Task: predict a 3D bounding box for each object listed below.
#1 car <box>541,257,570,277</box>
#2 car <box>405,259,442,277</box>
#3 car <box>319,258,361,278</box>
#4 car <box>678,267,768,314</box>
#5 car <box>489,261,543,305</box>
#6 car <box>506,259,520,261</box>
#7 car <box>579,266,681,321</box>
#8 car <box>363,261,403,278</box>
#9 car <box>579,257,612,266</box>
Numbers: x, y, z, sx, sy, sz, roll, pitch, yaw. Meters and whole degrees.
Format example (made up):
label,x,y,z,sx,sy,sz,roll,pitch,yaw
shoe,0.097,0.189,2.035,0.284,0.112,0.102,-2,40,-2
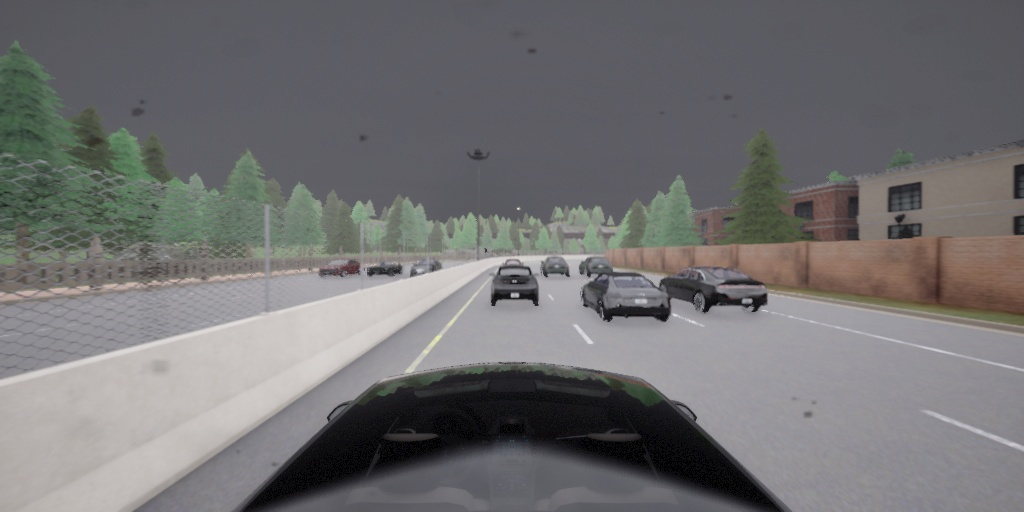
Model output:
label,x,y,z,sx,sy,sz,roll,pitch,yaw
car,3.612,0.827,30.857,2.097,1.767,4.553,0,1,0
car,-7.085,0.973,30.147,2.128,1.511,4.902,0,1,0
car,-14.084,0.961,29.864,1.882,1.535,5.008,0,1,0
car,7.105,1.133,13.256,2.128,1.511,4.902,0,1,0
car,0.105,1.128,15.121,1.837,1.490,4.892,0,1,0
car,0.099,0.988,32.165,1.812,1.442,4.674,0,1,0
car,3.604,1.217,12.020,1.994,1.385,4.181,0,1,0
car,-10.588,1.079,30.392,1.895,1.301,4.718,0,1,0
car,7.112,0.827,30.852,2.097,1.767,4.553,0,1,0
